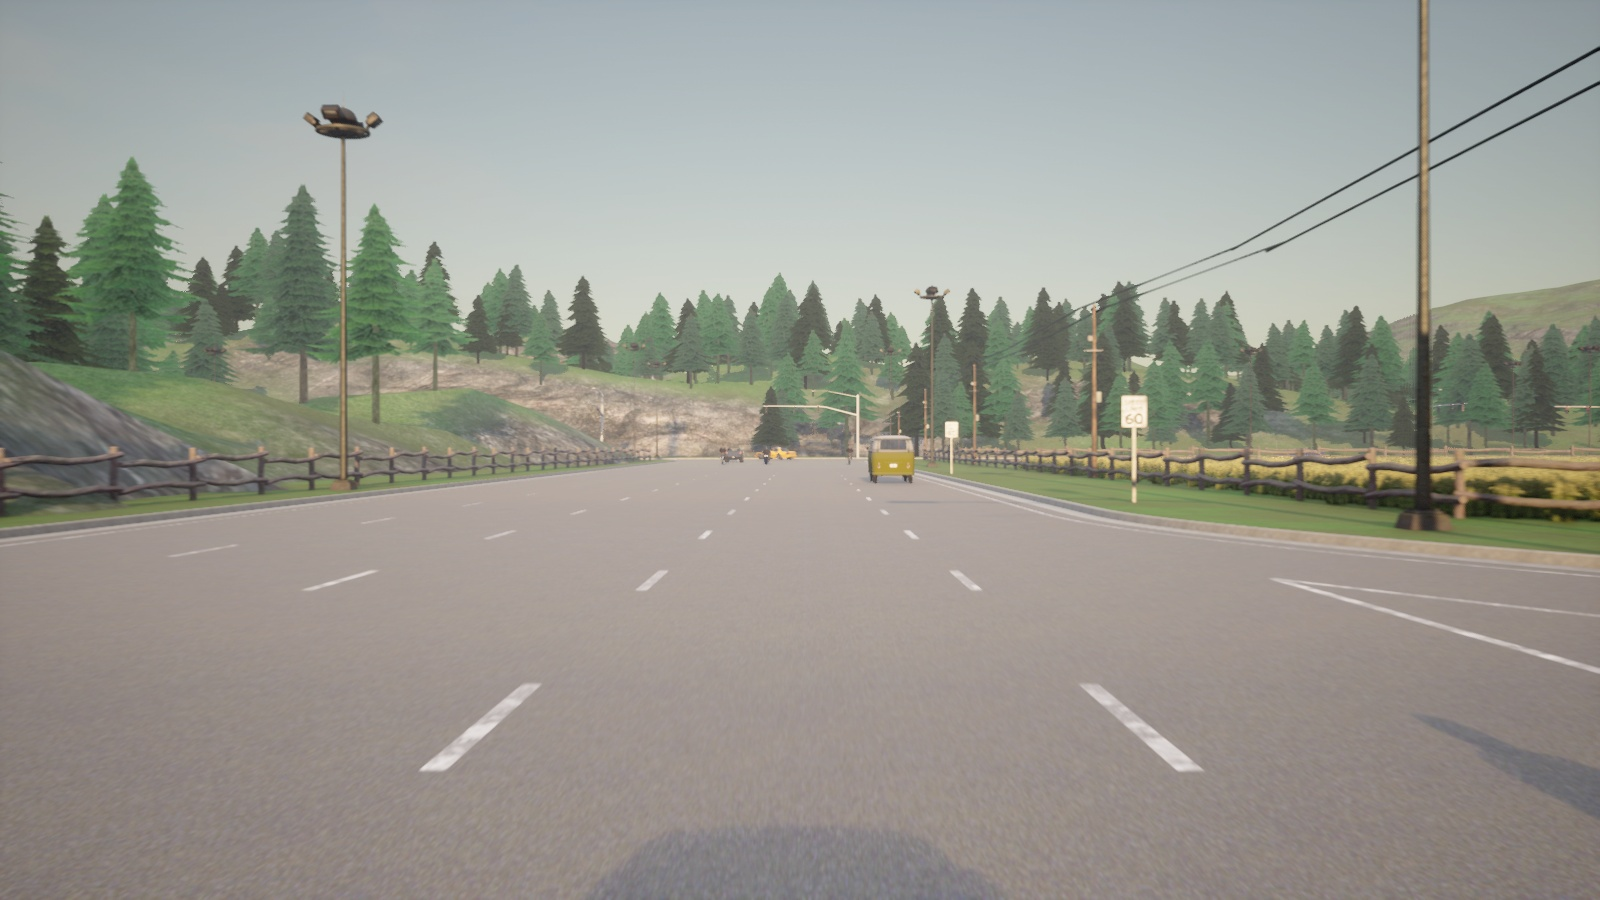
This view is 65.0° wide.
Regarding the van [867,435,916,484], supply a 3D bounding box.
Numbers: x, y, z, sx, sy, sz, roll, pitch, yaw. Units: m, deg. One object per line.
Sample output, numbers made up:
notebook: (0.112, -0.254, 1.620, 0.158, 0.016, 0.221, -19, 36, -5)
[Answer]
van: (3.821, 0.375, 53.072, 1.775, 1.987, 4.442, 0, 0, 0)
